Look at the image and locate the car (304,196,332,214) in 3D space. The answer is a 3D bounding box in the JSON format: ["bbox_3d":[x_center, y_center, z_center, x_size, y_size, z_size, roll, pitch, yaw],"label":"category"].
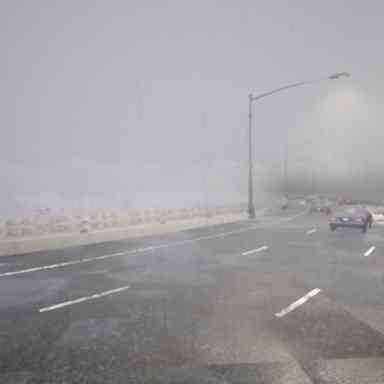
[{"bbox_3d":[12.878,1.424,33.231,2.128,1.511,4.902,0,0,25],"label":"car"}]

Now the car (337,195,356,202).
[{"bbox_3d":[22.154,1.250,47.873,2.097,1.767,4.553,0,0,17],"label":"car"}]

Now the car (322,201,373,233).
[{"bbox_3d":[9.493,1.505,19.714,2.033,1.411,5.357,0,0,33],"label":"car"}]
